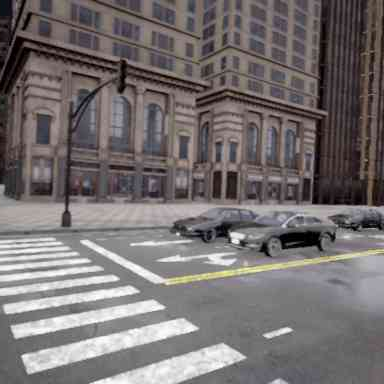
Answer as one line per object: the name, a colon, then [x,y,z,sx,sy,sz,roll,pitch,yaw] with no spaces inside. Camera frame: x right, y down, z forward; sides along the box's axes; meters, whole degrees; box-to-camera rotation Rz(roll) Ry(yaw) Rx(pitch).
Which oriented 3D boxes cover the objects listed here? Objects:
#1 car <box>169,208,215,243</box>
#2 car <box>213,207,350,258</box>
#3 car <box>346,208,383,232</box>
car: [1.628,1.437,15.378,5.357,1.411,2.033,2,1,-34]
car: [3.515,1.486,12.732,4.902,1.511,2.128,2,1,-34]
car: [10.907,1.741,21.670,5.357,1.411,2.033,2,1,-34]
